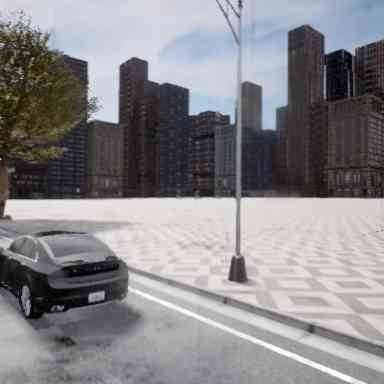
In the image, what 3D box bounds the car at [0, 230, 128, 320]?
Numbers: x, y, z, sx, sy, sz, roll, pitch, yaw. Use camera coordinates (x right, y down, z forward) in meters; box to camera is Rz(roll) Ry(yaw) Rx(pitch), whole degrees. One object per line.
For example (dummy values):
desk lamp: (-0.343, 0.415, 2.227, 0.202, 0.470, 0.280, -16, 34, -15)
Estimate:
car: (-3.287, 1.659, 7.802, 1.837, 1.490, 4.892, 1, -2, -41)
